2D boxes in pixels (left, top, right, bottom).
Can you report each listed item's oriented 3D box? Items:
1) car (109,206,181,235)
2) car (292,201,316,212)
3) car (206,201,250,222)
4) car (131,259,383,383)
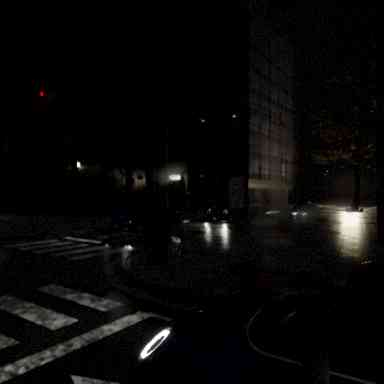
[{"bbox_3d":[-2.695,1.604,20.088,1.882,1.535,5.008,0,-1,36],"label":"car"},{"bbox_3d":[15.352,1.976,45.282,2.033,1.411,5.357,0,-1,36],"label":"car"},{"bbox_3d":[3.107,1.568,28.218,2.097,1.767,4.553,0,-1,36],"label":"car"},{"bbox_3d":[1.653,1.352,2.506,4.553,1.767,2.097,0,0,35],"label":"car"}]
